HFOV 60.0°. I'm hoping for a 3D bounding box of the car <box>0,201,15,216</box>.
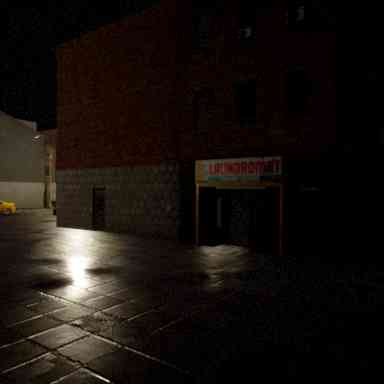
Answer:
[{"bbox_3d":[-19.434,1.497,31.378,1.882,1.535,5.008,0,0,36],"label":"car"}]
